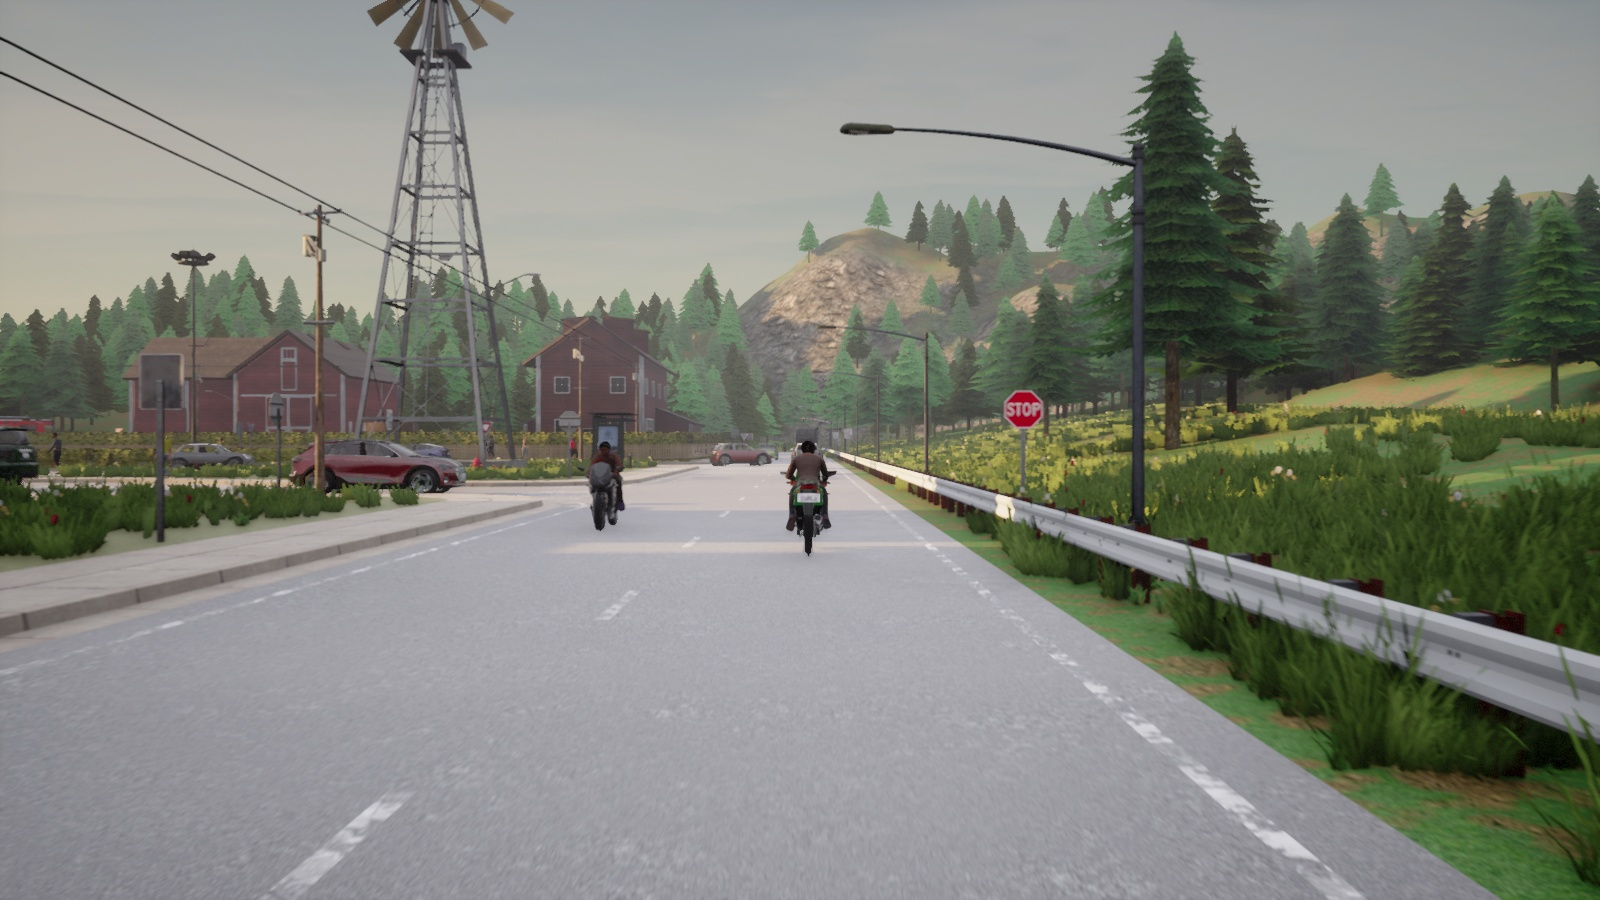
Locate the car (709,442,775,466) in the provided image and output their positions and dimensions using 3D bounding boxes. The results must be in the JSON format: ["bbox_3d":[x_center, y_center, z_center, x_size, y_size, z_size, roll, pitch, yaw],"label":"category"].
[{"bbox_3d":[-3.724,0.256,80.320,3.806,1.475,1.970,0,0,-22],"label":"car"}]

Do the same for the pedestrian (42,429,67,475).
[{"bbox_3d":[-31.646,0.070,53.312,0.788,1.949,0.423,0,0,-8],"label":"pedestrian"}]

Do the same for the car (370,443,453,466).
[{"bbox_3d":[-25.488,0.261,82.468,4.792,1.488,2.163,0,0,0],"label":"car"}]

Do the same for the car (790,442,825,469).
[{"bbox_3d":[0.425,0.305,72.168,1.970,1.475,3.806,0,0,1],"label":"car"}]

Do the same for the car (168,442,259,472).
[{"bbox_3d":[-29.194,0.335,62.612,3.806,1.475,1.970,0,0,-15],"label":"car"}]

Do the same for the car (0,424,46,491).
[{"bbox_3d":[-27.120,0.221,39.449,5.566,2.045,2.150,0,0,-1],"label":"car"}]

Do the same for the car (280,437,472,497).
[{"bbox_3d":[-12.117,0.464,36.130,4.856,1.649,2.033,0,0,-1],"label":"car"}]

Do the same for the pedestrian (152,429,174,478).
[{"bbox_3d":[-23.986,0.116,47.290,0.706,1.836,0.354,0,0,17],"label":"pedestrian"}]

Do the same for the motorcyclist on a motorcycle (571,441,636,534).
[{"bbox_3d":[-3.362,0.604,21.633,0.797,1.523,2.044,0,0,0],"label":"motorcyclist on a motorcycle"}]

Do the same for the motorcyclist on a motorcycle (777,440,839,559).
[{"bbox_3d":[0.113,0.632,17.189,0.797,1.523,2.044,0,0,0],"label":"motorcyclist on a motorcycle"}]
